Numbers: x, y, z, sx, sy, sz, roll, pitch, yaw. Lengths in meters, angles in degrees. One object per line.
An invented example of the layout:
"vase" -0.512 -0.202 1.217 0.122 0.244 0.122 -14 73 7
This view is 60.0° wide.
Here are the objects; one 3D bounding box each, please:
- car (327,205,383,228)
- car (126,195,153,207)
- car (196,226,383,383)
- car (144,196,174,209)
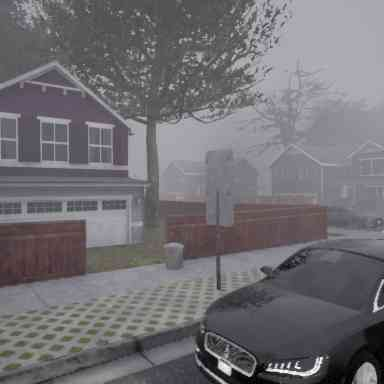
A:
"car" 9.453 1.533 20.537 1.994 1.385 4.181 -1 1 -37
"car" -7.834 1.307 49.061 1.882 1.535 5.008 -1 1 -36
"car" 2.293 1.504 4.741 4.892 1.490 1.837 0 0 -36
"car" -4.055 1.362 39.013 1.882 1.535 5.008 -1 0 -36
